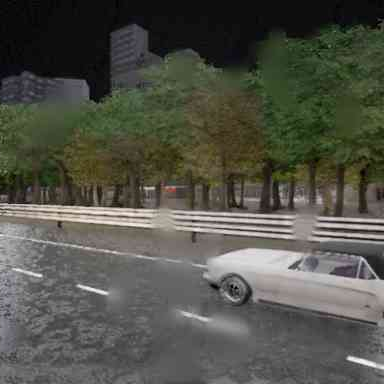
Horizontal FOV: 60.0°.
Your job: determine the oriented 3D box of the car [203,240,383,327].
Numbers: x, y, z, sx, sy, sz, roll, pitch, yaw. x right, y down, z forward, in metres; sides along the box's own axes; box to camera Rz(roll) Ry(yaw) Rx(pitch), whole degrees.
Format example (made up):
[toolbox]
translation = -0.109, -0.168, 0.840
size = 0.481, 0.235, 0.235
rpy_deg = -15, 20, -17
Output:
[car]
translation = 2.572, 1.603, 6.334
size = 4.718, 1.301, 1.895
rpy_deg = 0, 0, 35
